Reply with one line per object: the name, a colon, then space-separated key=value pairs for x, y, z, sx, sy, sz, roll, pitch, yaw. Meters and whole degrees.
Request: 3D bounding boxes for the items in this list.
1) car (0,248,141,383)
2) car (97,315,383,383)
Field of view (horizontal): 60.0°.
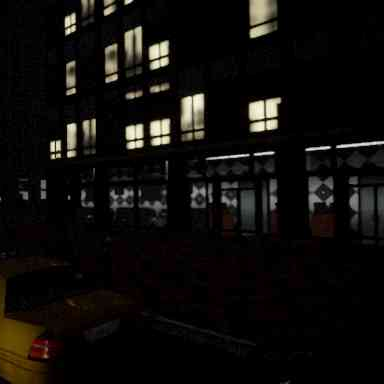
car: x=-2.892 y=1.554 z=5.118 sx=4.829 sy=1.417 sz=1.752 roll=0 pitch=-1 yaw=35
car: x=1.743 y=1.563 z=1.605 sx=4.313 sy=1.339 sz=1.947 roll=0 pitch=-1 yaw=35
